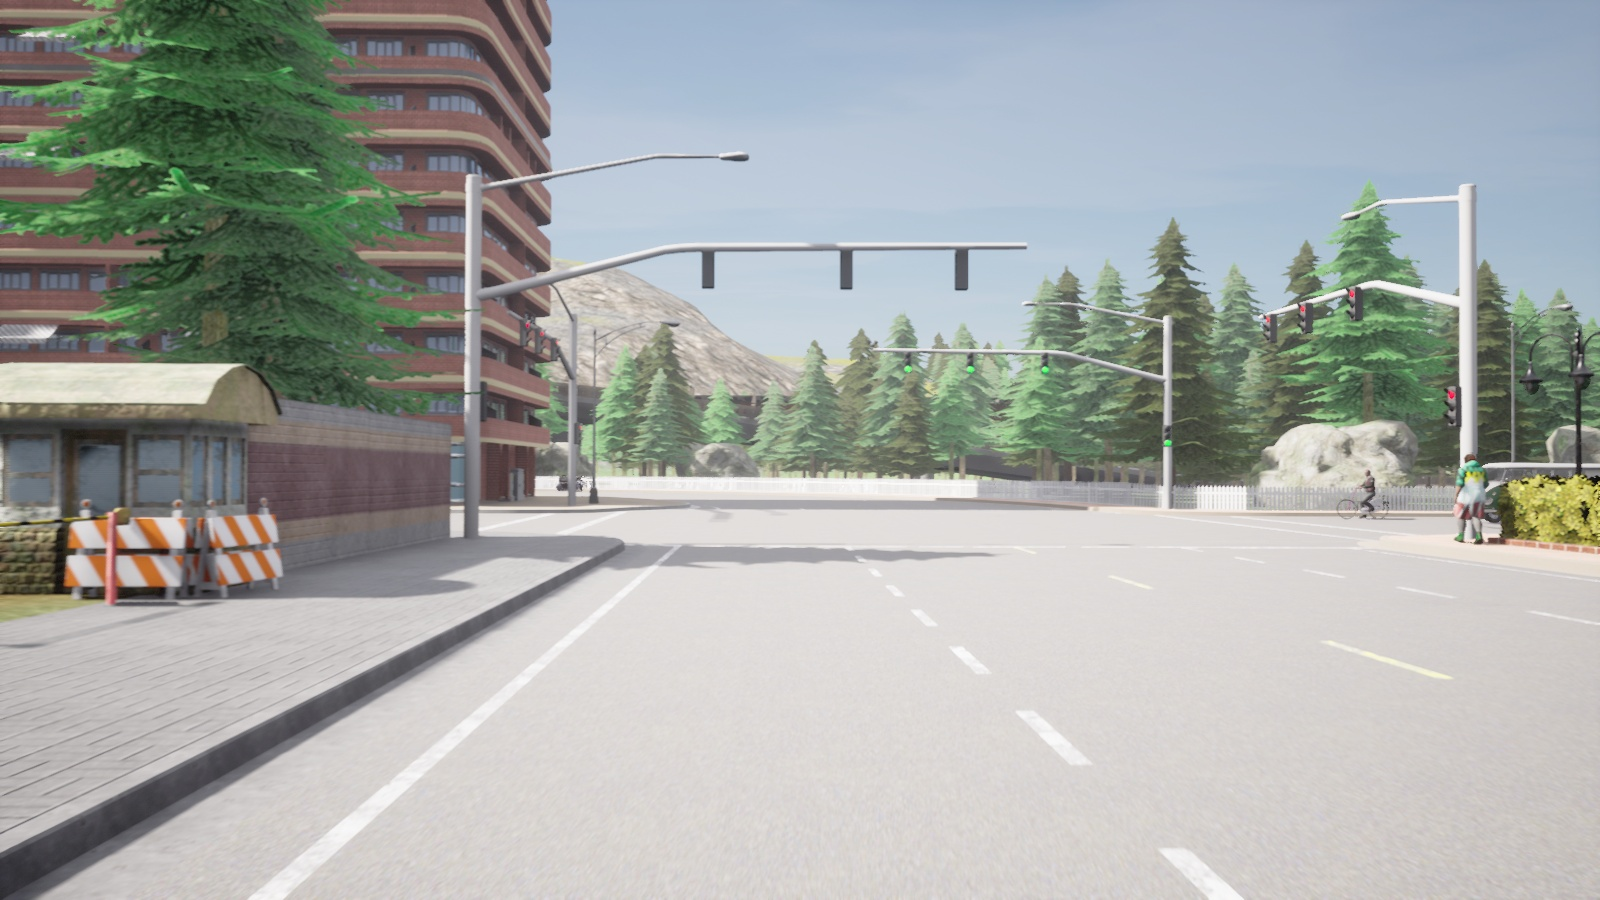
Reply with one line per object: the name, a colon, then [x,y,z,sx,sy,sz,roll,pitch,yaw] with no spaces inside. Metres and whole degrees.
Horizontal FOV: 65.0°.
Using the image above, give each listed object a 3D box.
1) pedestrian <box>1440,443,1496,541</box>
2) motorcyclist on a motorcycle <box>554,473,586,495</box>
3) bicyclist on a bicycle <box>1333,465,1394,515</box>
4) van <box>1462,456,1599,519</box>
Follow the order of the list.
pedestrian: [13.487,0.844,25.379,0.659,1.952,0.873,0,-1,1]
motorcyclist on a motorcycle: [-16.288,2.399,88.932,2.191,1.530,0.866,-1,-1,27]
bicyclist on a bicycle: [19.857,1.409,44.293,1.843,1.776,0.659,0,-1,-1]
van: [24.243,1.218,40.878,4.442,1.987,1.775,0,-1,-1]
